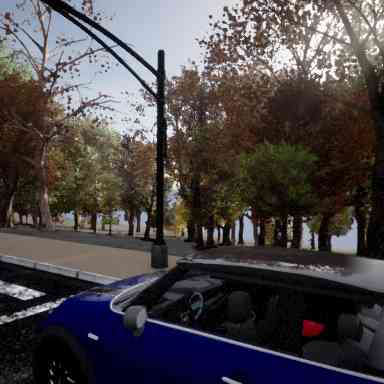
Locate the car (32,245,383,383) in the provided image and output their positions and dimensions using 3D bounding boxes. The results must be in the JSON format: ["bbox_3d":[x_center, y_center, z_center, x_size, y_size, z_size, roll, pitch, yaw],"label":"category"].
[{"bbox_3d":[0.432,1.352,3.349,4.553,1.767,2.097,0,0,34],"label":"car"}]
